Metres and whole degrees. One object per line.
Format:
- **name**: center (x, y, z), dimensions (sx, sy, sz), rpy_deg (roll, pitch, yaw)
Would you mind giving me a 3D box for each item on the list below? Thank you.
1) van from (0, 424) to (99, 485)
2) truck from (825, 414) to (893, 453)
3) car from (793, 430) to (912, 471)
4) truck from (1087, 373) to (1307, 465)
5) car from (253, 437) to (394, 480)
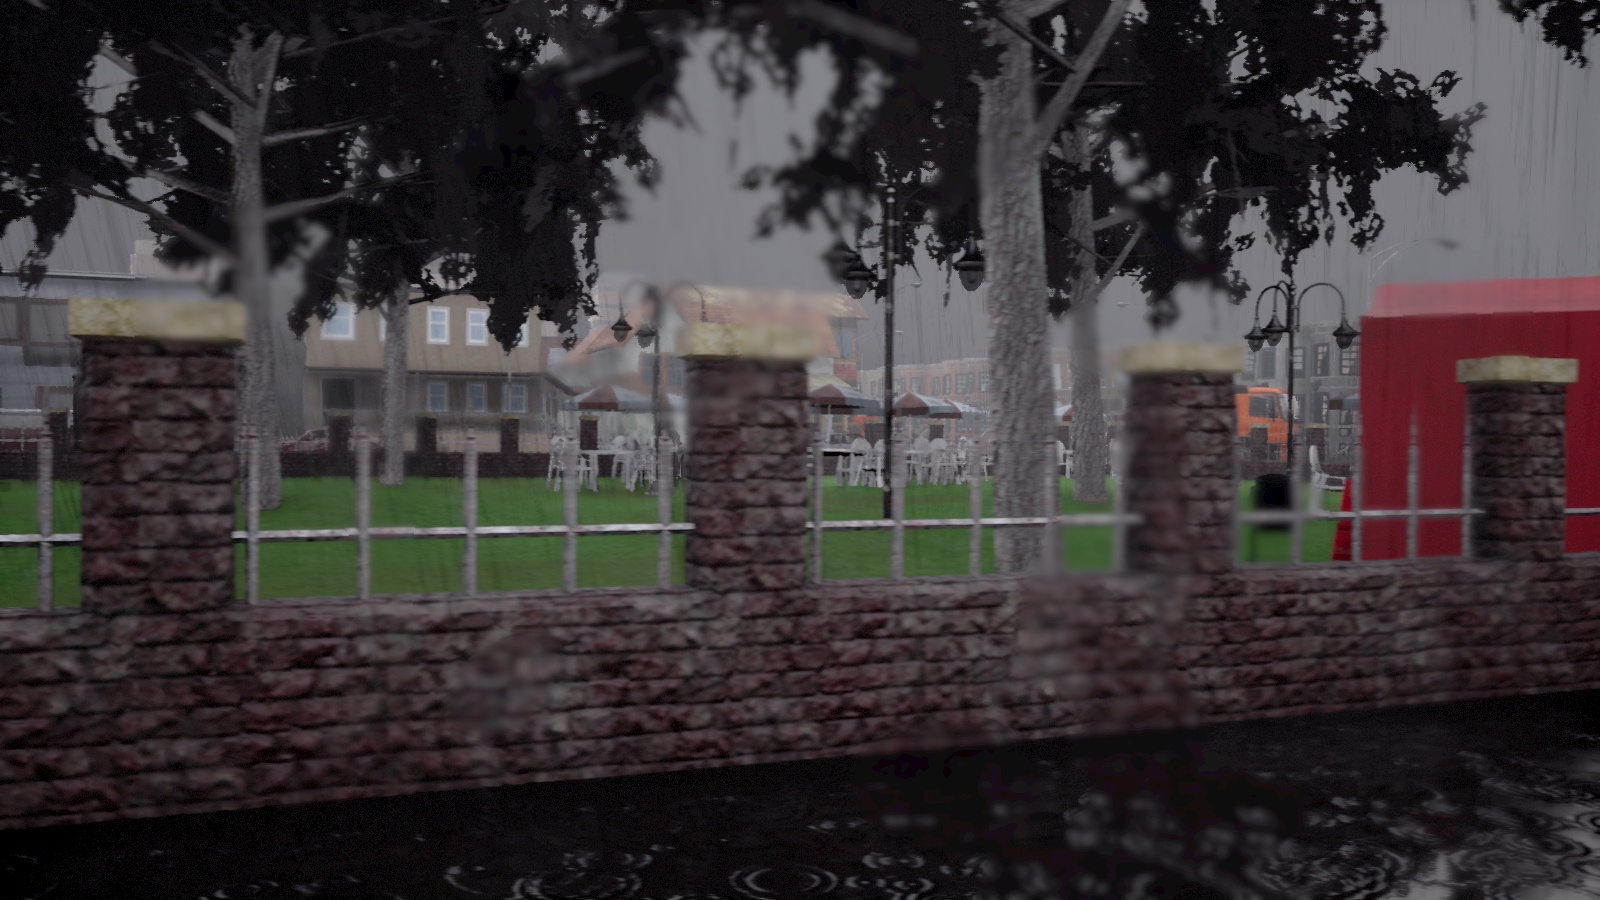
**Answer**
- **van**: center (-26.274, 0.148, 42.224), dimensions (4.442, 1.987, 1.775), rpy_deg (-1, 1, -21)
- **truck**: center (3.857, -1.079, 82.857), dimensions (2.627, 2.467, 5.204), rpy_deg (-1, 1, -21)
- **car**: center (2.029, -0.002, 48.652), dimensions (4.193, 1.474, 1.816), rpy_deg (-1, 1, -21)
- **truck**: center (15.850, -1.177, 50.439), dimensions (7.936, 3.462, 2.891), rpy_deg (0, 1, 33)
- **car**: center (-17.269, 0.268, 45.635), dimensions (4.674, 1.442, 1.812), rpy_deg (-1, 1, -21)
